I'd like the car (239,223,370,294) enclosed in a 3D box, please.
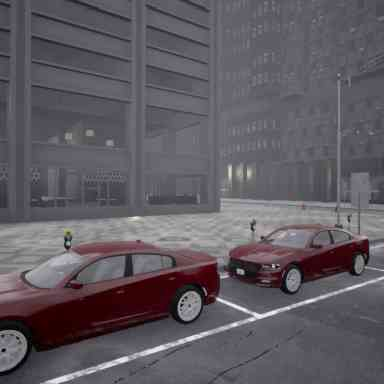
[{"bbox_3d":[2.914,1.545,8.772,4.507,1.381,1.887,0,0,-36],"label":"car"}]

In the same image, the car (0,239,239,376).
[{"bbox_3d":[-1.573,1.545,5.548,4.507,1.381,1.887,0,0,-36],"label":"car"}]
